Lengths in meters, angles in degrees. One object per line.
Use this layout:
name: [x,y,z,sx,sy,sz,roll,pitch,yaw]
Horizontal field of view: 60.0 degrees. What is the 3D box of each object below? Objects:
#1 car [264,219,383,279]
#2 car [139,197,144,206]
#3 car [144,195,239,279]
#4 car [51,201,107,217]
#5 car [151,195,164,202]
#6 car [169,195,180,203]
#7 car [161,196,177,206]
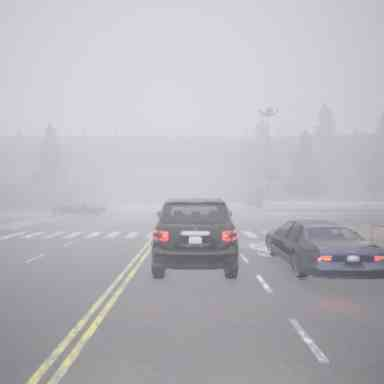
car: [3.583,1.520,9.898,2.033,1.411,5.357,0,0,0]
car: [-7.083,1.418,52.878,1.994,1.385,4.181,0,0,0]
car: [0.079,1.188,10.063,2.150,2.045,5.566,0,-1,0]
car: [-10.313,1.510,30.270,4.718,1.301,1.895,0,0,13]
car: [-7.027,1.356,68.252,2.033,1.411,5.357,0,0,0]
car: [-3.529,1.371,67.445,1.994,1.385,4.181,0,0,0]
car: [-3.588,1.346,52.659,2.128,1.511,4.902,0,0,0]
